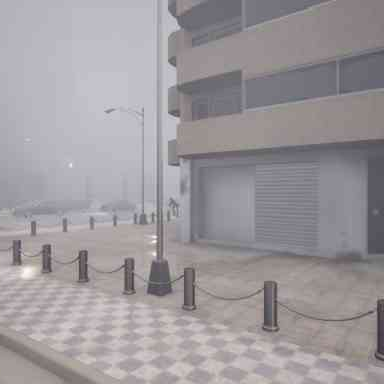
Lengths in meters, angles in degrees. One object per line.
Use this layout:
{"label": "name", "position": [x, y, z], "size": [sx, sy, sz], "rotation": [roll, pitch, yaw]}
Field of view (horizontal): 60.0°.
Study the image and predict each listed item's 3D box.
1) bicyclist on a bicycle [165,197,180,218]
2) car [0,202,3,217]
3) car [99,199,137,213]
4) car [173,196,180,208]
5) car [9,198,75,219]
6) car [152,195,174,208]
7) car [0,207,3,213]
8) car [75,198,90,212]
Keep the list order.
{"label": "bicyclist on a bicycle", "position": [-1.539, 1.246, 26.504], "size": [1.656, 1.620, 0.582], "rotation": [0, 0, 36]}
{"label": "car", "position": [-18.617, 1.545, 27.644], "size": [1.895, 1.301, 4.718], "rotation": [0, 0, 36]}
{"label": "car", "position": [-8.007, 1.508, 36.295], "size": [1.994, 1.385, 4.181], "rotation": [0, 0, 36]}
{"label": "car", "position": [-0.204, 1.508, 47.039], "size": [1.994, 1.385, 4.181], "rotation": [0, 0, 36]}
{"label": "car", "position": [-13.239, 1.436, 29.078], "size": [2.128, 1.511, 4.902], "rotation": [0, 0, 36]}
{"label": "car", "position": [-3.660, 1.297, 48.237], "size": [2.097, 1.767, 4.553], "rotation": [0, 0, 36]}
{"label": "car", "position": [-14.714, 1.545, 20.584], "size": [1.895, 1.301, 4.718], "rotation": [0, 0, 37]}
{"label": "car", "position": [-13.135, 1.449, 35.183], "size": [1.837, 1.490, 4.892], "rotation": [0, 0, 36]}
